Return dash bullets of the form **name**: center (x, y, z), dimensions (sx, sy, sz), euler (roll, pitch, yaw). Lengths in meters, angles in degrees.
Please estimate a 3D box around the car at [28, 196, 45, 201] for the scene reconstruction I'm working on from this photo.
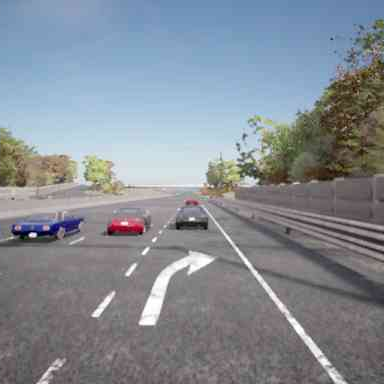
- **car**: center (-31.499, 1.566, 67.487), dimensions (1.994, 1.385, 4.181), euler (0, 0, 0)

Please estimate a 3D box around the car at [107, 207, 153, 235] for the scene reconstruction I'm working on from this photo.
- **car**: center (-3.399, 1.551, 18.787), dimensions (1.994, 1.385, 4.181), euler (0, 0, 0)

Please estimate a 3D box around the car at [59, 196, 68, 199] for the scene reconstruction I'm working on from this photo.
- **car**: center (-27.999, 1.588, 73.768), dimensions (2.033, 1.411, 5.357), euler (0, 0, 0)

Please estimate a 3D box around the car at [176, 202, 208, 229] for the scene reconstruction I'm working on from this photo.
- **car**: center (0.000, 1.551, 21.468), dimensions (1.994, 1.385, 4.181), euler (0, 0, 0)

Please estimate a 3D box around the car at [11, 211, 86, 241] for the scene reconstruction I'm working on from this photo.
- **car**: center (-6.898, 1.588, 16.644), dimensions (1.895, 1.301, 4.718), euler (0, 0, 0)

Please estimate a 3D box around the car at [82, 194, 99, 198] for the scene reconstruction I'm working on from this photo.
- **car**: center (-20.999, 1.308, 70.341), dimensions (2.097, 1.767, 4.553), euler (0, 0, 0)

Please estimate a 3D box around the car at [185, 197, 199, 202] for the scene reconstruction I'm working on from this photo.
- **car**: center (0.000, 1.487, 48.143), dimensions (1.882, 1.535, 5.008), euler (0, 0, 0)

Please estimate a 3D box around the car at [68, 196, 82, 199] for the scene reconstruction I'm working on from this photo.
- **car**: center (-24.499, 1.589, 72.518), dimensions (2.033, 1.411, 5.357), euler (0, 0, 0)
